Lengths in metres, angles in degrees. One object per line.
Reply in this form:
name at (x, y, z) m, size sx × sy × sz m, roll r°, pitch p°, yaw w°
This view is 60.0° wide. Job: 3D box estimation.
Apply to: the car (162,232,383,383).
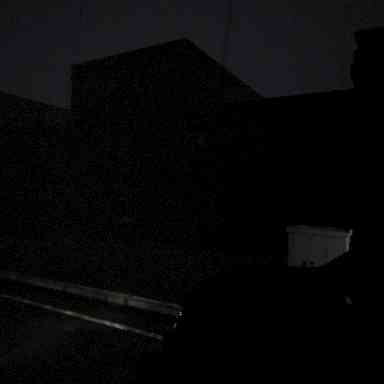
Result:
car at (2.389, 1.311, 2.951) m, size 5.566 × 2.045 × 2.150 m, roll -1°, pitch -1°, yaw 31°
